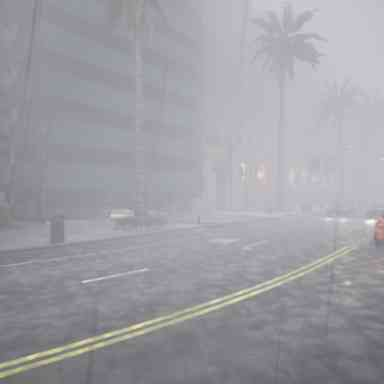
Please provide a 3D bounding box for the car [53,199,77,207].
[{"bbox_3d":[-20.333,1.758,51.930,1.895,1.301,4.718,0,0,39],"label":"car"}]

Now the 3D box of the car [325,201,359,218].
[{"bbox_3d":[14.308,1.598,31.547,2.033,1.411,5.357,0,0,39],"label":"car"}]

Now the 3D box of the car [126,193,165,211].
[{"bbox_3d":[-5.514,1.210,40.831,2.435,2.045,5.566,0,0,39],"label":"car"}]

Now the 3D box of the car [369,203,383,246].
[{"bbox_3d":[9.532,1.362,14.479,2.097,1.767,4.553,0,0,40],"label":"car"}]

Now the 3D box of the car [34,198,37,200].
[{"bbox_3d":[-29.032,1.779,59.615,2.161,1.482,4.786,0,0,39],"label":"car"}]

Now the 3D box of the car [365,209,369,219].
[{"bbox_3d":[16.314,1.593,28.468,1.994,1.385,4.181,0,0,39],"label":"car"}]
